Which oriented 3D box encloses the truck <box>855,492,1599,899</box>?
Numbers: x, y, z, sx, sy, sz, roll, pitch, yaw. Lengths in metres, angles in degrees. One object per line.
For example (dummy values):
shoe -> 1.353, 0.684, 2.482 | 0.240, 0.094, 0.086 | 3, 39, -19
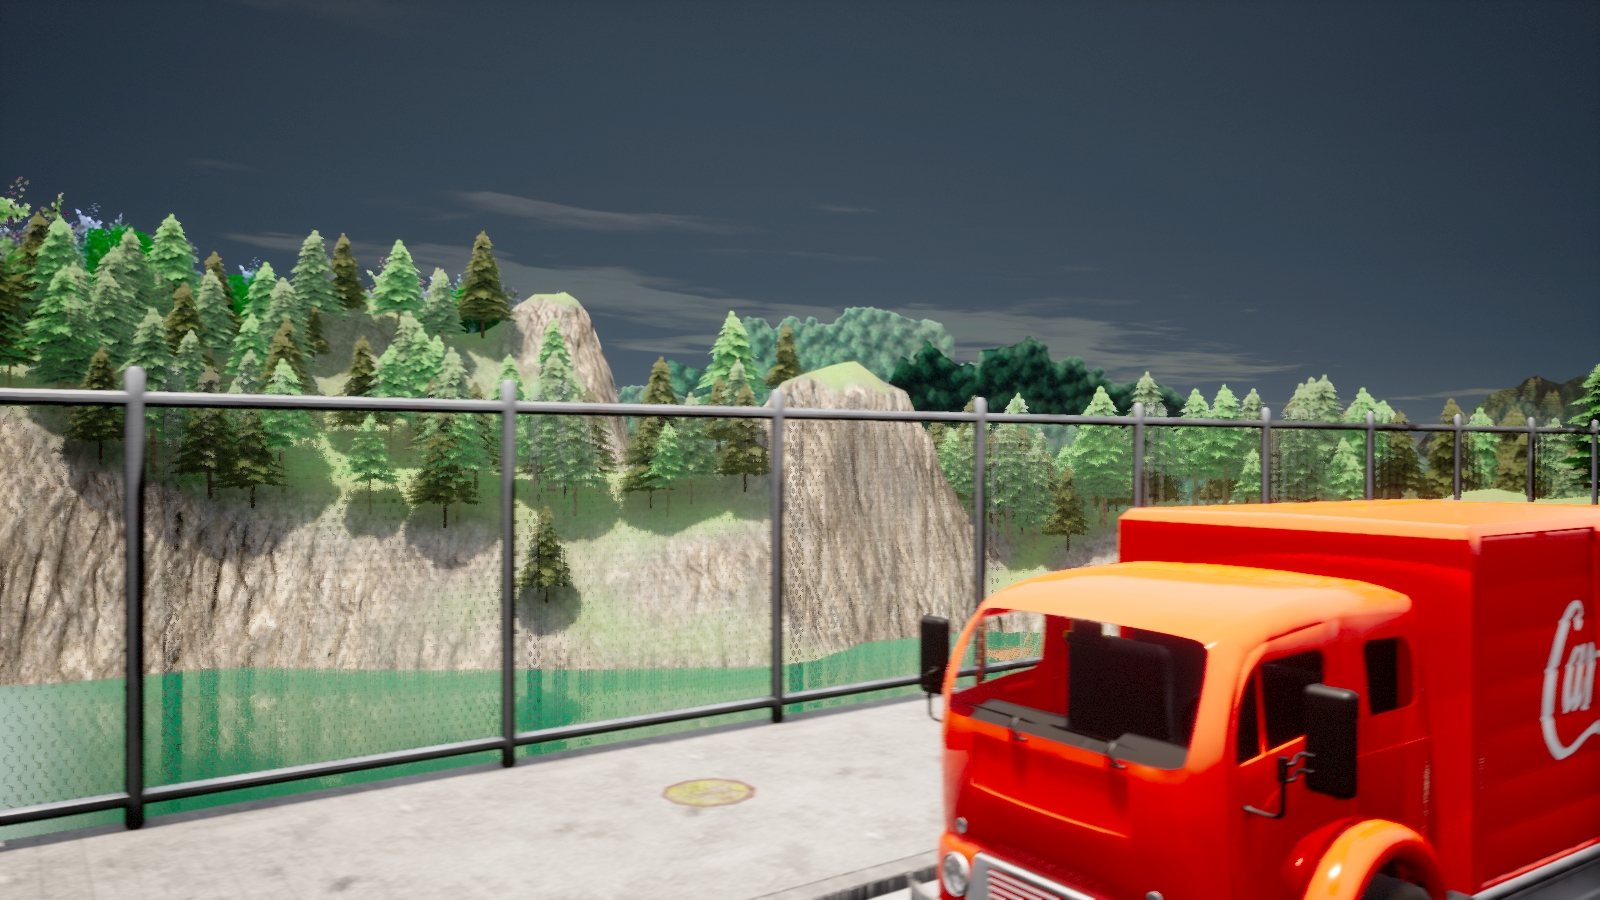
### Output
truck -> 3.184, 1.569, 6.623 | 5.204, 2.467, 2.627 | 0, 0, -35
